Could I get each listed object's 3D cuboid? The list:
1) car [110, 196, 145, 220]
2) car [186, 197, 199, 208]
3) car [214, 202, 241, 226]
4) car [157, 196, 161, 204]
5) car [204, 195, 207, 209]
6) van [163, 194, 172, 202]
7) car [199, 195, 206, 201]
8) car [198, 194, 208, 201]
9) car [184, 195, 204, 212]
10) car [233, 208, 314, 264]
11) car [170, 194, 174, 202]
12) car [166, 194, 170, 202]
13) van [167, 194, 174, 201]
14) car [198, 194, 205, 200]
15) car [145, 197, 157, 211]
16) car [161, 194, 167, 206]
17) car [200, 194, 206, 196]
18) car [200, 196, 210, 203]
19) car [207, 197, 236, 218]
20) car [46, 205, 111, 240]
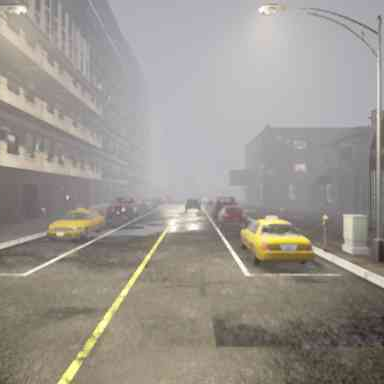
[{"bbox_3d":[-5.676,1.282,28.019,2.192,1.841,5.009,0,0,0],"label":"car"},{"bbox_3d":[0.061,1.496,48.700,1.812,1.442,4.674,0,0,0],"label":"car"},{"bbox_3d":[2.701,1.556,22.478,1.802,1.307,4.206,0,0,0],"label":"car"},{"bbox_3d":[-5.672,1.491,44.467,1.752,1.417,4.829,0,0,0],"label":"car"},{"bbox_3d":[2.709,1.522,44.635,2.008,1.369,4.403,0,0,0],"label":"car"},{"bbox_3d":[-5.660,1.326,77.874,1.690,1.788,3.998,0,0,0],"label":"van"},{"bbox_3d":[2.724,1.529,89.118,1.752,1.417,4.829,0,0,0],"label":"car"},{"bbox_3d":[2.723,1.311,83.409,2.192,1.841,5.009,0,0,0],"label":"car"},{"bbox_3d":[0.114,1.474,38.349,1.837,1.490,4.892,0,0,0],"label":"car"},{"bbox_3d":[2.697,1.506,11.570,1.752,1.417,4.829,0,0,0],"label":"car"},{"bbox_3d":[-5.661,1.294,72.334,2.192,1.841,5.009,0,0,0],"label":"car"},{"bbox_3d":[-5.665,1.412,61.255,1.967,1.590,4.097,0,0,0],"label":"car"},{"bbox_3d":[-5.656,1.339,88.952,1.690,1.788,3.998,0,0,0],"label":"van"},{"bbox_3d":[2.727,1.452,94.488,1.967,1.590,4.097,0,0,0],"label":"car"},{"bbox_3d":[-5.674,1.516,39.098,2.008,1.369,4.403,0,0,0],"label":"car"},{"bbox_3d":[-5.668,1.514,55.716,1.887,1.381,4.507,0,0,0],"label":"car"},{"bbox_3d":[2.717,1.505,66.962,1.752,1.417,4.829,0,0,0],"label":"car"},{"bbox_3d":[2.718,1.535,72.331,2.008,1.369,4.403,0,0,0],"label":"car"},{"bbox_3d":[2.704,1.287,28.017,2.192,1.841,5.009,0,0,0],"label":"car"},{"bbox_3d":[-5.682,1.498,16.771,1.752,1.417,4.829,0,0,0],"label":"car"}]
